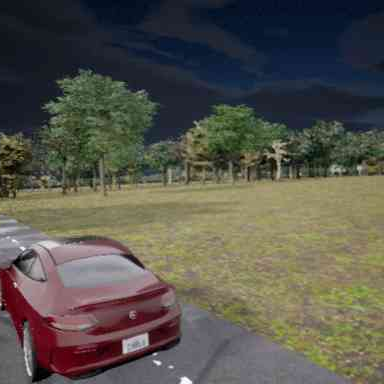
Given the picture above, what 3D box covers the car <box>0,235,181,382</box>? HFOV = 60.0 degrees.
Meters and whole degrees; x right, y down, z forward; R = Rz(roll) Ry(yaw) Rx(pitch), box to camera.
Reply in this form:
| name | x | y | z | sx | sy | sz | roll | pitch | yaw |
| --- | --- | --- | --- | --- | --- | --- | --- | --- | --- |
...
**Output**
| name | x | y | z | sx | sy | sz | roll | pitch | yaw |
| --- | --- | --- | --- | --- | --- | --- | --- | --- | --- |
| car | -1.944 | 1.456 | 5.441 | 1.812 | 1.442 | 4.674 | -2 | 1 | -35 |
